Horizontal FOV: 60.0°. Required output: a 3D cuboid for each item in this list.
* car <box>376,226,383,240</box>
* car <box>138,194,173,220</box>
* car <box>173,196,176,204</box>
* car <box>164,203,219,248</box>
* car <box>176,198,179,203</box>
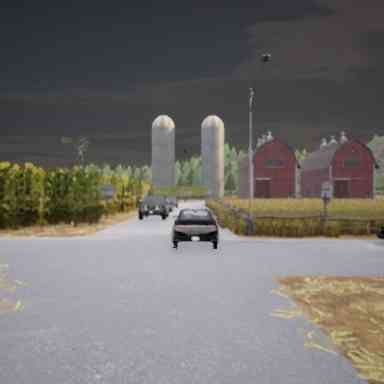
[{"bbox_3d":[11.081,1.669,14.432,5.357,1.411,2.033,0,0,0],"label":"car"},{"bbox_3d":[-3.126,1.200,28.201,2.150,2.045,5.566,0,0,0],"label":"car"},{"bbox_3d":[-3.102,1.544,37.953,1.812,1.442,4.674,0,0,0],"label":"car"},{"bbox_3d":[0.141,1.494,14.781,2.128,1.511,4.902,0,0,0],"label":"car"},{"bbox_3d":[-3.055,1.385,47.911,2.097,1.767,4.553,0,0,0],"label":"car"}]
